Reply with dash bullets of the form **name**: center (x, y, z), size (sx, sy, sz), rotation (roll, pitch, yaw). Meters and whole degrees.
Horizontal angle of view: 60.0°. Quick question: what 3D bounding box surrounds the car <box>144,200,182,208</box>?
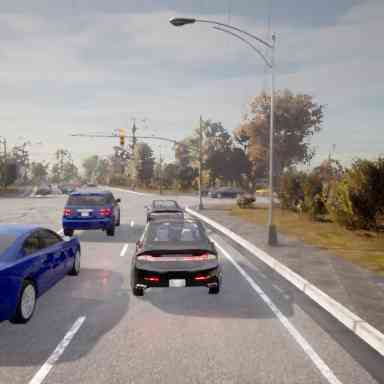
- **car**: center (-1.512, 1.158, 17.809), size (2.128, 1.511, 4.902), rotation (0, 2, -8)

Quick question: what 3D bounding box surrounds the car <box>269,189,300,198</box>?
- **car**: center (13.869, 0.329, 47.264), size (4.718, 1.301, 1.895), rotation (2, 2, -21)

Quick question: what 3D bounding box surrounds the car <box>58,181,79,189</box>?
- **car**: center (-19.495, -0.517, 52.539), size (2.128, 1.511, 4.902), rotation (-1, 3, -23)

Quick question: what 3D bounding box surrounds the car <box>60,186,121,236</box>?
- **car**: center (-4.845, 0.936, 16.591), size (2.150, 2.045, 5.566), rotation (0, 2, -8)

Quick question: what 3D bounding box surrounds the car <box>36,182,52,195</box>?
- **car**: center (-22.230, -0.358, 49.992), size (1.812, 1.442, 4.674), rotation (-1, 3, -23)

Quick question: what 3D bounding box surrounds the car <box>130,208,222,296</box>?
- **car**: center (-0.441, 1.407, 8.494), size (2.128, 1.511, 4.902), rotation (0, 1, -4)

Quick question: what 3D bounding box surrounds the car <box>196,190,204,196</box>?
- **car**: center (2.994, 0.007, 46.839), size (4.718, 1.301, 1.895), rotation (0, 3, -20)

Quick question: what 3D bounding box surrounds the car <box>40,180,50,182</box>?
- **car**: center (-26.014, -1.100, 58.809), size (2.150, 2.045, 5.566), rotation (-1, 3, -23)

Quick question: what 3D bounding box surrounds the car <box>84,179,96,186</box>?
- **car**: center (-25.240, -1.851, 82.652), size (1.895, 1.301, 4.718), rotation (-1, 3, -24)

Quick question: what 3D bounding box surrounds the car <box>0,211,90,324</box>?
- **car**: center (-3.811, 1.424, 7.033), size (1.882, 1.535, 5.008), rotation (0, 1, -4)

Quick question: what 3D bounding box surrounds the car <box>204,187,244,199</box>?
- **car**: center (4.496, 0.076, 43.645), size (4.892, 1.490, 1.837), rotation (0, 3, -21)

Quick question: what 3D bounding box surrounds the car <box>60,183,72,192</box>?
- **car**: center (-23.225, -0.931, 61.171), size (1.837, 1.490, 4.892), rotation (-1, 3, -23)

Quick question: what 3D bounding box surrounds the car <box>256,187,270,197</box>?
- **car**: center (11.991, 0.028, 50.281), size (5.008, 1.535, 1.882), rotation (2, 2, -21)

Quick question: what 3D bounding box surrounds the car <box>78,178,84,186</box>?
- **car**: center (-28.401, -2.018, 81.138), size (2.097, 1.767, 4.553), rotation (-1, 3, -24)

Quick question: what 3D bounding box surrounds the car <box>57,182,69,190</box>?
- **car**: center (-27.427, -1.356, 70.555), size (2.128, 1.511, 4.902), rotation (-1, 3, -24)

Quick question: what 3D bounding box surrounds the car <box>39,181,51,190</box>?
- **car**: center (-30.127, -1.406, 68.031), size (2.097, 1.767, 4.553), rotation (-1, 3, -24)
